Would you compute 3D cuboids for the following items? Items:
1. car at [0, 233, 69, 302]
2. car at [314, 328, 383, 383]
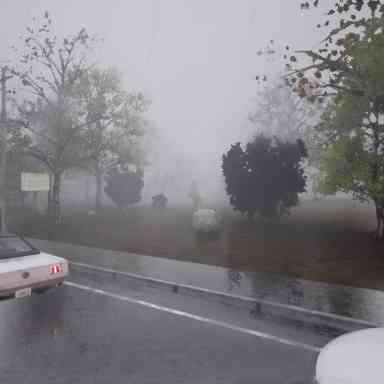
[{"bbox_3d":[-4.968,1.601,7.534,4.718,1.301,1.895,0,0,36],"label":"car"},{"bbox_3d":[3.100,1.526,1.797,4.674,1.442,1.812,0,0,35],"label":"car"}]
